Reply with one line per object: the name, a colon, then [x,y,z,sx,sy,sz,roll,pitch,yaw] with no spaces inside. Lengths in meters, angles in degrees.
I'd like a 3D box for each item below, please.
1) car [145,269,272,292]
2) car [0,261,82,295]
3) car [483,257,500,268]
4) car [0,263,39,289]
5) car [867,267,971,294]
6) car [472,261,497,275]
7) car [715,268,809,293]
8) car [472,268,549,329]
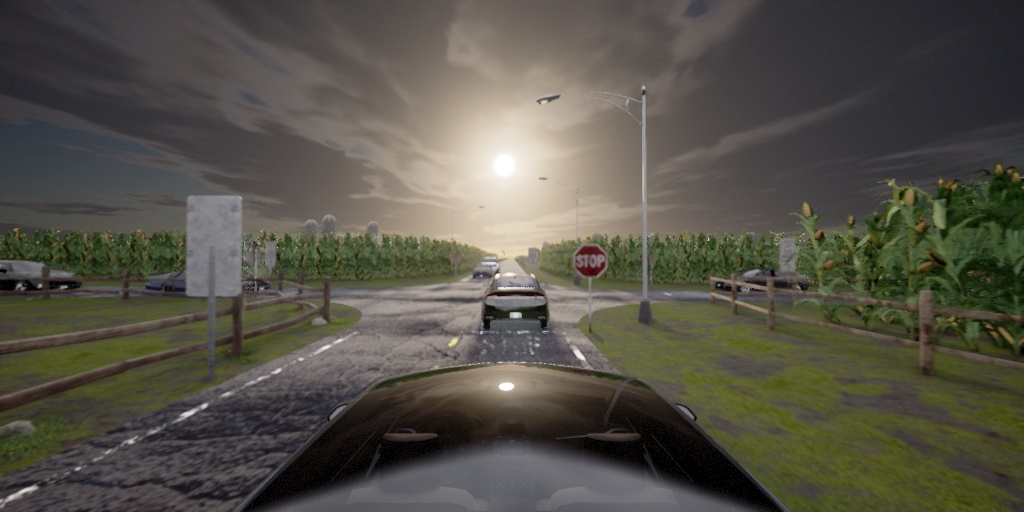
car: [-15.610,1.287,18.566,5.357,1.411,2.033,0,-1,-1]
car: [-25.474,1.038,18.634,4.553,1.767,2.097,0,-1,1]
car: [-2.857,1.192,46.372,2.150,2.045,5.566,0,0,1]
car: [-32.294,1.173,21.645,5.008,1.535,1.882,0,-1,1]
car: [23.865,1.387,21.113,4.553,1.767,2.097,0,-1,1]
car: [-2.865,1.470,36.109,2.033,1.411,5.357,0,0,0]
car: [14.660,1.477,21.203,4.892,1.490,1.837,0,-1,0]
car: [0.094,1.294,11.507,2.128,1.511,4.902,0,0,0]
